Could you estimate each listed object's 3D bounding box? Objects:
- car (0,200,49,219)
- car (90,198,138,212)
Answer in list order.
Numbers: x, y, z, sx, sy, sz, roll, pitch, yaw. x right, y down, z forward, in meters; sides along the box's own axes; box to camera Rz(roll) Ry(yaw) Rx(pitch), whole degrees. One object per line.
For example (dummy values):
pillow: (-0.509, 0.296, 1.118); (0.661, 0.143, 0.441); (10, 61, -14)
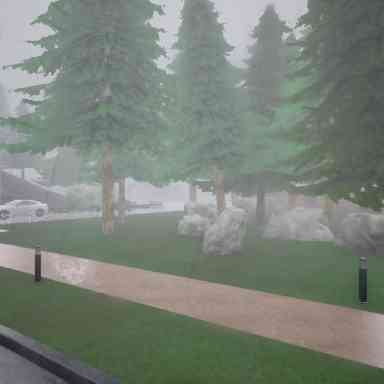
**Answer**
car: (-14.182, 1.363, 27.315); (1.812, 1.442, 4.674); (0, 0, 35)
car: (-8.211, 1.385, 35.652); (2.033, 1.411, 5.357); (0, 0, 36)
